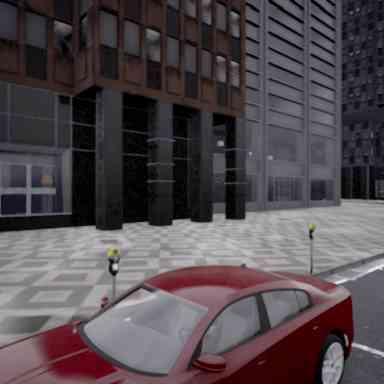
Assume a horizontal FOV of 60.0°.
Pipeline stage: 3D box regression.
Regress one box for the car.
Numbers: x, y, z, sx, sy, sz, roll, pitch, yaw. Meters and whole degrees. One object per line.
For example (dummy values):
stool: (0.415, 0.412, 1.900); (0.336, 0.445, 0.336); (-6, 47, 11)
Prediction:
car: (0.042, 1.545, 3.472); (4.507, 1.381, 1.887); (0, 0, -41)
